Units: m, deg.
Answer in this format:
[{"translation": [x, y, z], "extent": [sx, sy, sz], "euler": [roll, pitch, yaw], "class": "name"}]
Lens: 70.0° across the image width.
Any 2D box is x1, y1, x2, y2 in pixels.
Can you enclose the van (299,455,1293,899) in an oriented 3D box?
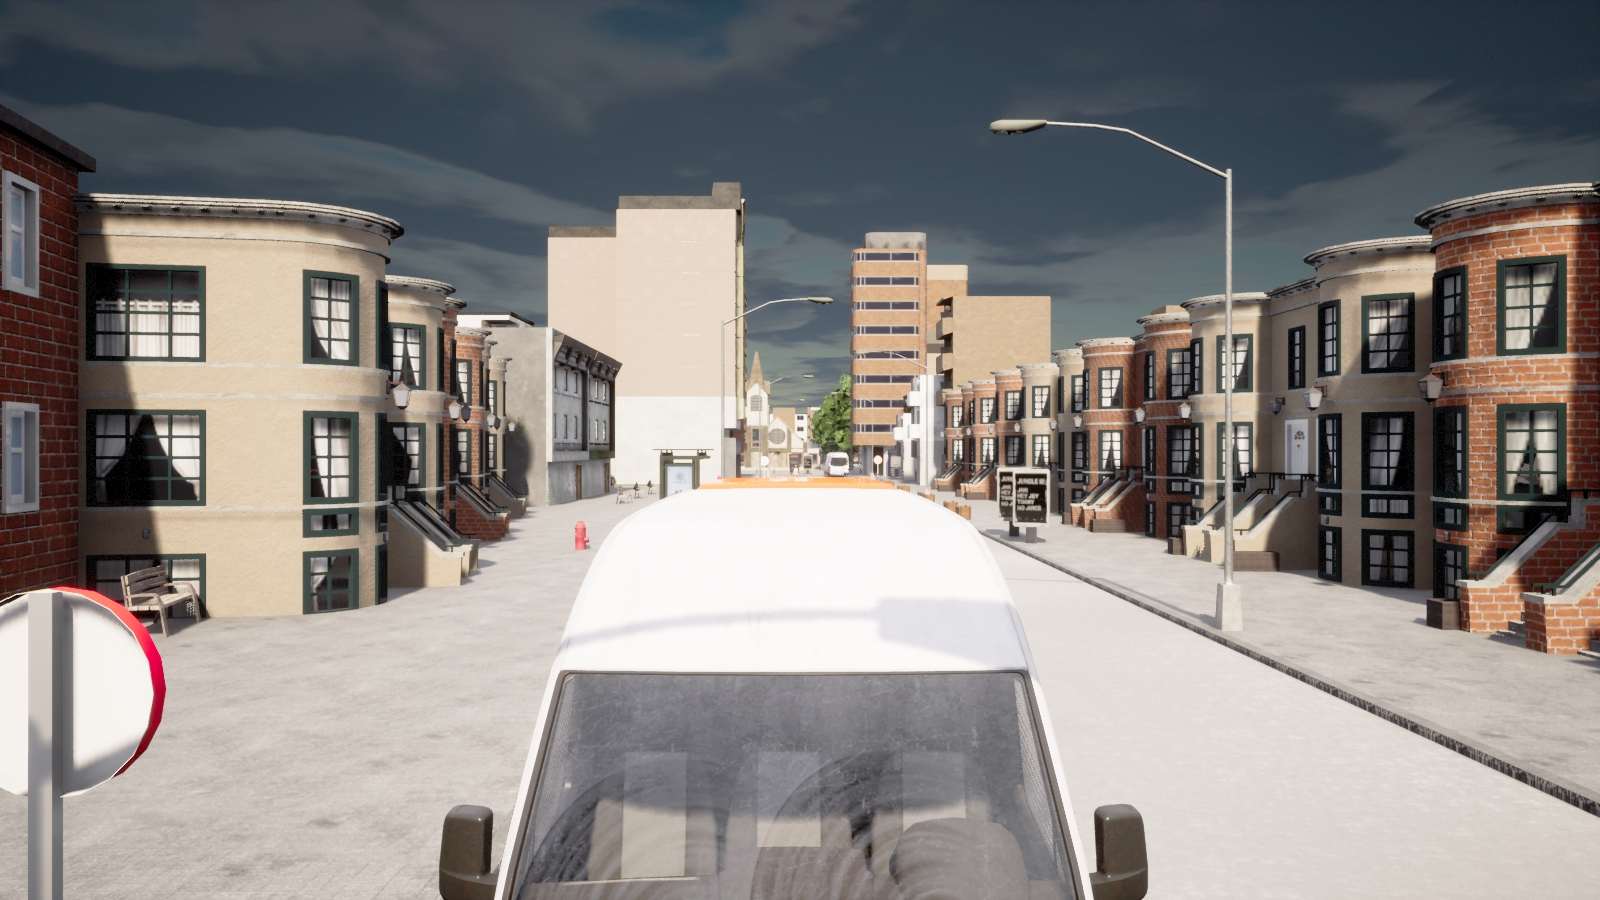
[{"translation": [-0.019, 1.314, 5.243], "extent": [1.988, 2.561, 5.915], "euler": [0, 0, 0], "class": "van"}]
